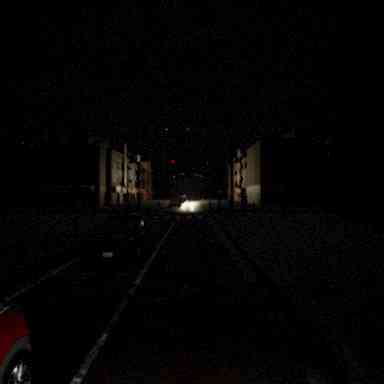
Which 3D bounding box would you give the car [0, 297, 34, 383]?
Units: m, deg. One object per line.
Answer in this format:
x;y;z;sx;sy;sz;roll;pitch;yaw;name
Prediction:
-2.630;1.444;1.810;1.967;1.590;4.097;1;0;0;car

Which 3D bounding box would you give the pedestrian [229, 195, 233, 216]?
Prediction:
3.506;1.209;30.079;0.375;1.860;0.375;0;-1;0;pedestrian

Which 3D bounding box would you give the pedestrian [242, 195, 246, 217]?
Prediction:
4.506;1.200;28.879;0.375;1.860;0.375;0;-1;0;pedestrian

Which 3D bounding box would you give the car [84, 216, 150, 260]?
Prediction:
-2.633;1.591;12.570;1.947;1.339;4.313;0;0;0;car

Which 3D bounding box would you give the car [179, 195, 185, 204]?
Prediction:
-2.640;1.715;55.945;1.887;1.381;4.507;0;0;0;car

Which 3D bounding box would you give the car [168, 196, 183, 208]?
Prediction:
-2.639;1.671;50.170;1.752;1.417;4.829;0;0;0;car

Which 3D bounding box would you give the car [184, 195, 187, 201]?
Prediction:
-2.643;1.692;72.761;1.967;1.590;4.097;0;0;0;car

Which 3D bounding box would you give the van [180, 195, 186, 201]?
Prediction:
-2.646;1.718;95.183;1.690;1.788;3.998;0;0;0;van

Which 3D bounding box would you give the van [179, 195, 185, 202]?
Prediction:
-2.645;1.686;89.578;1.690;1.788;3.998;0;0;0;van

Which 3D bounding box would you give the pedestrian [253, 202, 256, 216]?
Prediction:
5.506;1.458;29.477;0.375;1.300;0.375;0;-1;0;pedestrian
